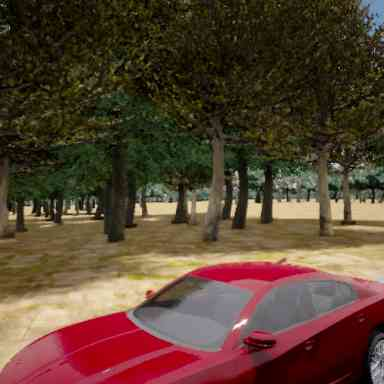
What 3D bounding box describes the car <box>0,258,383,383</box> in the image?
[{"bbox_3d":[0.566,1.627,3.909,5.008,1.535,1.882,2,-4,-36],"label":"car"}]
